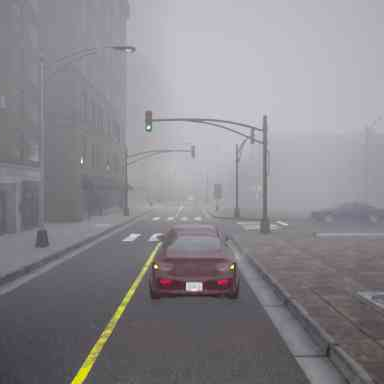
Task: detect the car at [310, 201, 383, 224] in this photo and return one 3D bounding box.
[{"bbox_3d":[11.047,1.432,23.827,5.008,1.535,1.882,0,0,0],"label":"car"}]

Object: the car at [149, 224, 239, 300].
[{"bbox_3d":[0.064,1.526,8.271,1.812,1.442,4.674,0,0,1],"label":"car"}]

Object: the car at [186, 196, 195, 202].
[{"bbox_3d":[-0.247,1.567,76.077,1.812,1.442,4.674,0,0,0],"label":"car"}]
